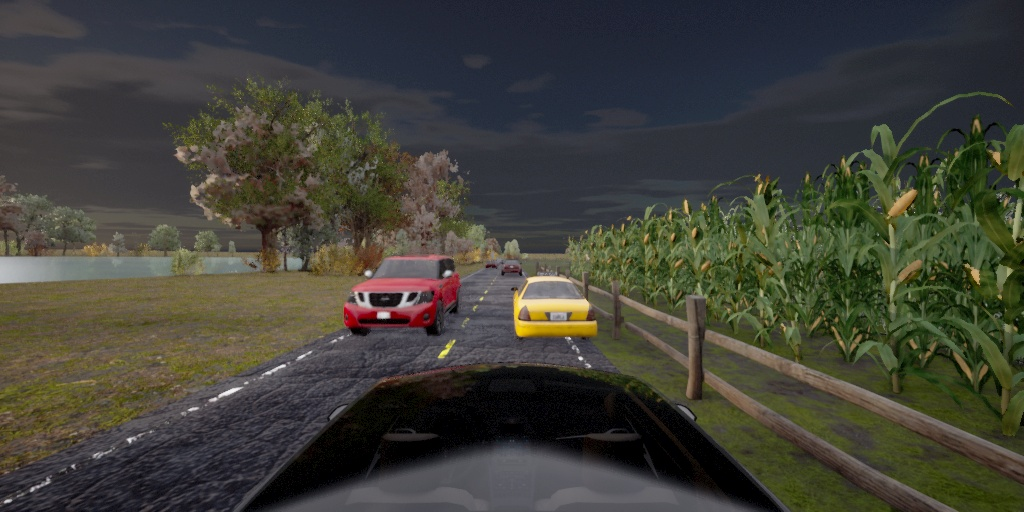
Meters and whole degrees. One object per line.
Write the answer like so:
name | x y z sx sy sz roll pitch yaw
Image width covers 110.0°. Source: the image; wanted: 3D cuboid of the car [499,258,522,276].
car | -0.031 1.095 37.929 2.097 1.767 4.553 0 0 0

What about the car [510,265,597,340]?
car | 0.938 1.203 9.861 1.801 1.575 5.366 0 0 0

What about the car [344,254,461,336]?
car | -2.878 0.968 10.772 2.150 2.045 5.566 0 0 0

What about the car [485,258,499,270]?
car | -2.998 1.340 53.247 1.895 1.301 4.718 0 0 0
